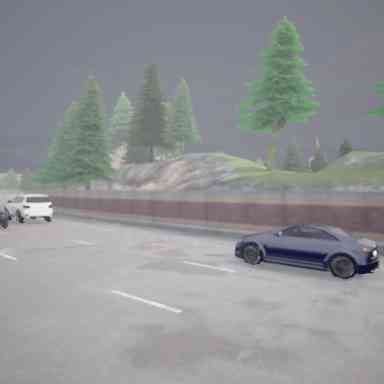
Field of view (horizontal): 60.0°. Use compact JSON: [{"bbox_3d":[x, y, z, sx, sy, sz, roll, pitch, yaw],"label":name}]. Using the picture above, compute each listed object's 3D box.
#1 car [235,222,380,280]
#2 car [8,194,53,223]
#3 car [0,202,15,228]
[{"bbox_3d":[3.444,1.639,10.362,4.181,1.385,1.994,0,0,38],"label":"car"},{"bbox_3d":[-12.462,1.196,25.292,2.150,2.045,5.566,1,0,-42],"label":"car"},{"bbox_3d":[-12.851,1.479,20.619,1.812,1.442,4.674,1,0,-44],"label":"car"}]
